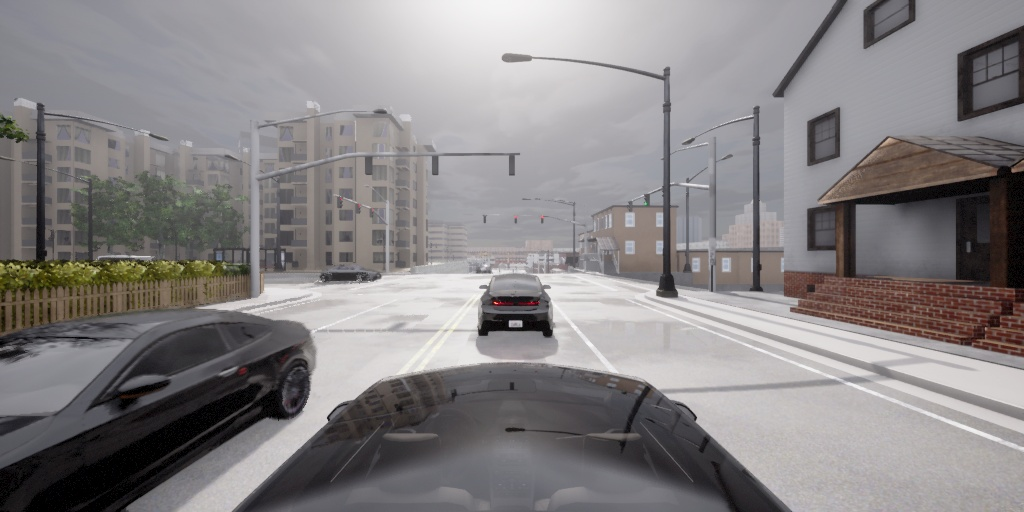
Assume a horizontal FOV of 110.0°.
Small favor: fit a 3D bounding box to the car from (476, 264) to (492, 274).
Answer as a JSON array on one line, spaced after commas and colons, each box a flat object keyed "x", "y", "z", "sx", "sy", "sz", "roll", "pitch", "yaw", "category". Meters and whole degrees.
[{"x": -3.618, "y": 1.755, "z": 47.174, "sx": 2.128, "sy": 1.511, "sz": 4.902, "roll": 0, "pitch": -5, "yaw": 0, "category": "car"}]

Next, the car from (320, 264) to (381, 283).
[{"x": -12.159, "y": 1.314, "z": 27.112, "sx": 4.181, "sy": 1.385, "sz": 1.994, "roll": 0, "pitch": 0, "yaw": -3, "category": "car"}]

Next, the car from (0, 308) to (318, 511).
[{"x": -3.575, "y": 1.276, "z": 3.158, "sx": 1.812, "sy": 1.442, "sz": 4.674, "roll": 0, "pitch": 0, "yaw": 0, "category": "car"}]

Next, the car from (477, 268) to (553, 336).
[{"x": 0.092, "y": 1.255, "z": 10.360, "sx": 1.837, "sy": 1.490, "sz": 4.892, "roll": 0, "pitch": 0, "yaw": 0, "category": "car"}]

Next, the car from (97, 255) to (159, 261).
[{"x": -28.315, "y": 0.969, "z": 27.165, "sx": 5.566, "sy": 2.045, "sz": 2.150, "roll": 0, "pitch": 0, "yaw": 1, "category": "car"}]
